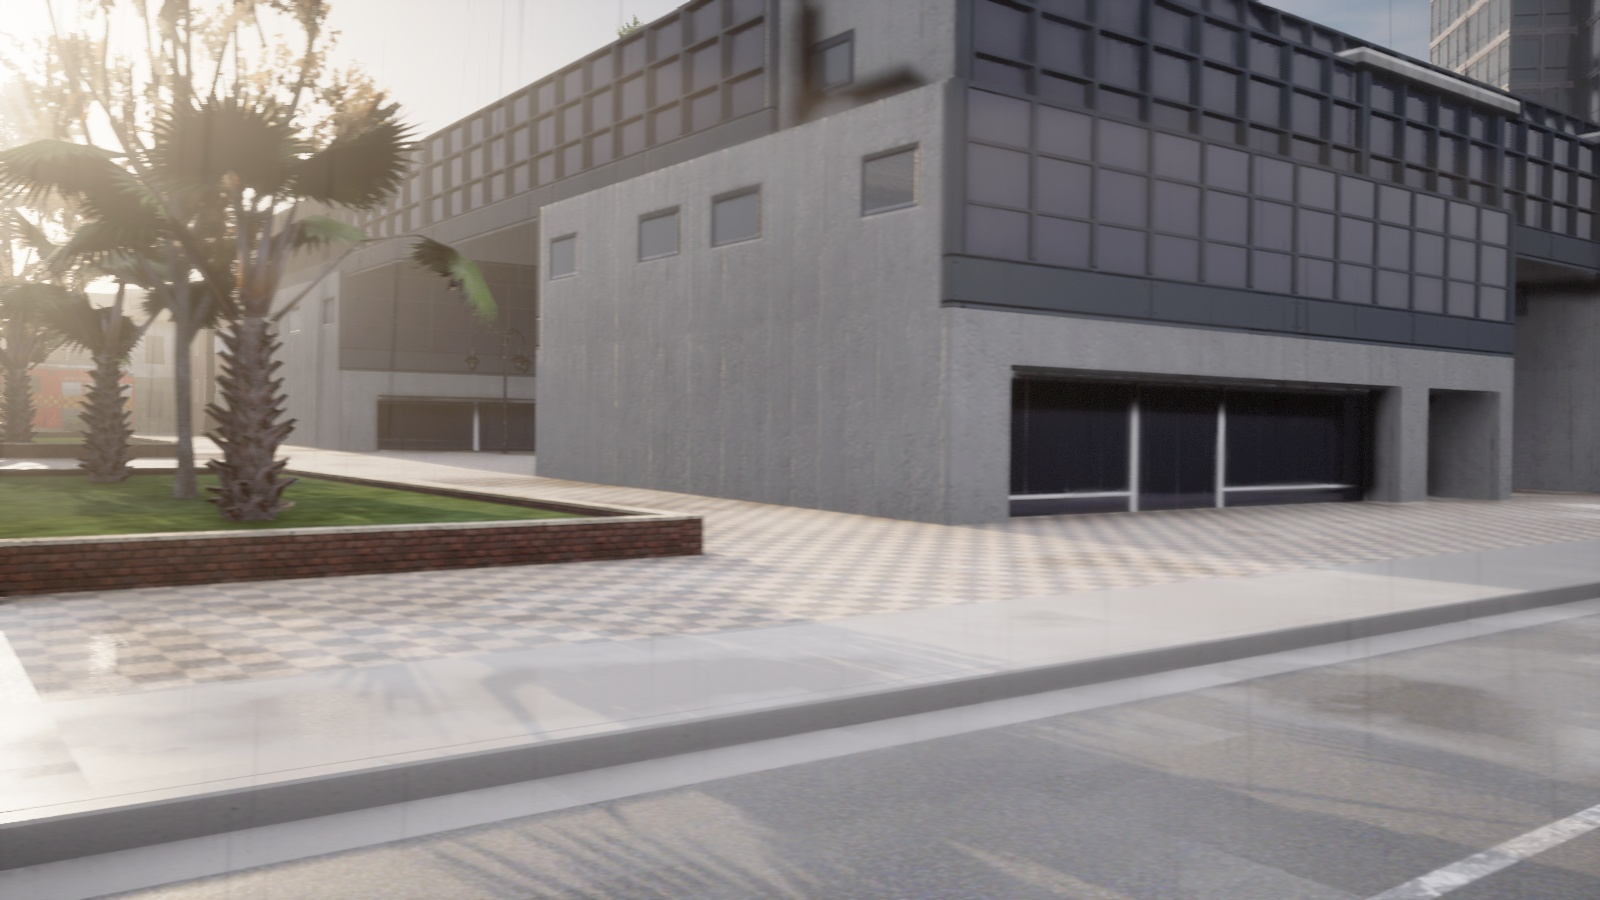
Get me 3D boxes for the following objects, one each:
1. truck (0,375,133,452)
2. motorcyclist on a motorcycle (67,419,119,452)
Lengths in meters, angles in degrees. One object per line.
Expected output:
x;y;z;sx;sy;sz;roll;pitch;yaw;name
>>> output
-39.222;-1.861;64.415;8.468;3.827;2.891;-1;1;-37;truck
-33.671;-0.686;59.831;2.044;1.523;0.797;-1;1;-37;motorcyclist on a motorcycle
